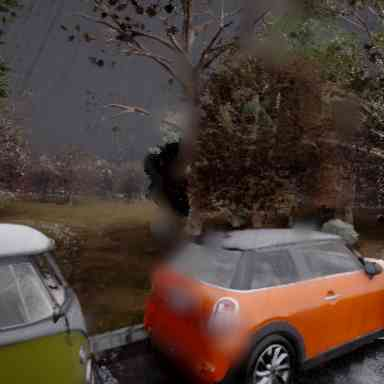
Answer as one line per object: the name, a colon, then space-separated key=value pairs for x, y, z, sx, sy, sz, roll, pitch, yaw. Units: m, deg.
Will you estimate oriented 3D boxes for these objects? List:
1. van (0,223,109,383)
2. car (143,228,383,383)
van: x=-2.779 y=1.251 z=2.070 sx=4.442 sy=1.987 sz=1.878 roll=0 pitch=0 yaw=-33
car: x=1.631 y=1.368 z=5.224 sx=4.553 sy=1.767 sz=2.185 roll=0 pitch=0 yaw=-33
